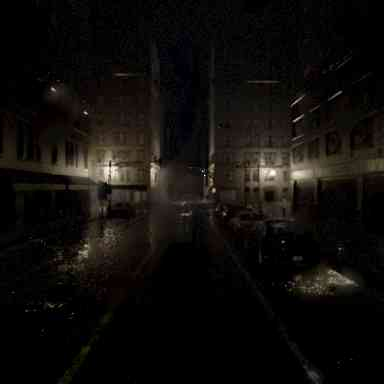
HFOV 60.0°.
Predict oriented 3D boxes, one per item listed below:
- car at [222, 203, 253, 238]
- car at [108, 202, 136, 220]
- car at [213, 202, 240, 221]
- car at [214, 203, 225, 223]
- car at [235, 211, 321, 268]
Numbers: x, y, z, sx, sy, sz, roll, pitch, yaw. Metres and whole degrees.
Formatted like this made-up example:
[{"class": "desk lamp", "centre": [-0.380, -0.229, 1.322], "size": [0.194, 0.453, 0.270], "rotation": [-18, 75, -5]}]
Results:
[{"class": "car", "centre": [2.804, 1.519, 16.860], "size": [1.752, 1.417, 4.829], "rotation": [-1, 0, 0]}, {"class": "car", "centre": [-5.780, 1.536, 27.829], "size": [1.887, 1.381, 4.507], "rotation": [-1, 0, 0]}, {"class": "car", "centre": [2.765, 1.570, 27.862], "size": [1.802, 1.307, 4.206], "rotation": [-1, 0, 0]}, {"class": "car", "centre": [2.785, 1.557, 22.276], "size": [1.947, 1.339, 4.313], "rotation": [-1, 0, 0]}, {"class": "car", "centre": [2.825, 1.547, 11.105], "size": [2.008, 1.369, 4.403], "rotation": [-1, 0, 0]}]
